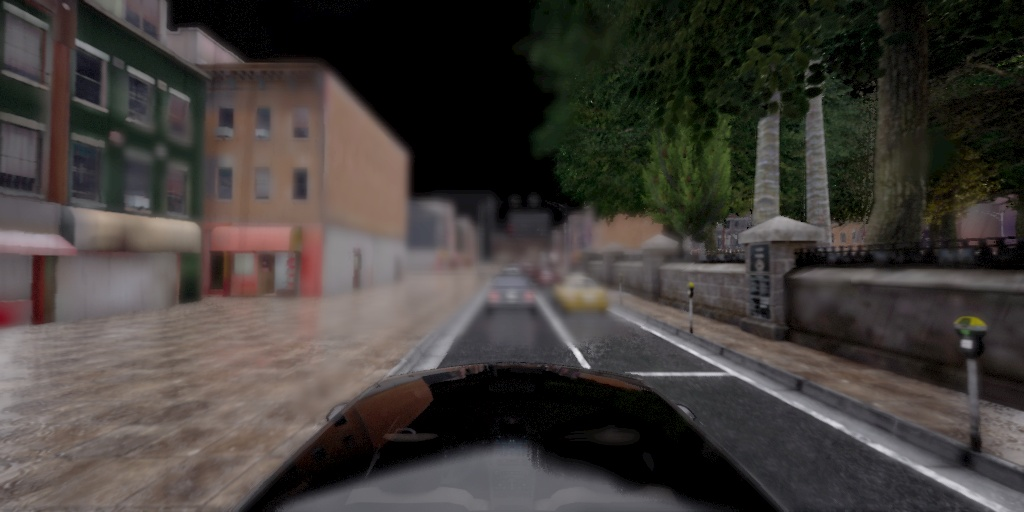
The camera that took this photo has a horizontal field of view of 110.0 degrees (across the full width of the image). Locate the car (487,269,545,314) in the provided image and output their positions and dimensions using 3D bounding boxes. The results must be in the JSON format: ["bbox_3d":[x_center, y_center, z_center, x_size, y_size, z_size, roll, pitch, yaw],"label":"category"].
[{"bbox_3d":[0.010,1.432,14.390,2.033,1.411,5.357,0,-1,0],"label":"car"}]

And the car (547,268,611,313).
[{"bbox_3d":[2.639,1.409,14.493,1.751,1.417,4.829,0,0,0],"label":"car"}]

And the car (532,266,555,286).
[{"bbox_3d":[2.639,1.587,25.220,1.802,1.307,4.207,0,0,0],"label":"car"}]

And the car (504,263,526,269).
[{"bbox_3d":[0.023,1.591,30.355,1.812,1.442,4.674,0,-1,1],"label":"car"}]

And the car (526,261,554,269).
[{"bbox_3d":[2.639,1.384,30.669,2.192,1.841,5.009,0,0,0],"label":"car"}]

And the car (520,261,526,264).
[{"bbox_3d":[2.639,1.945,57.096,1.888,1.381,4.507,0,0,0],"label":"car"}]
